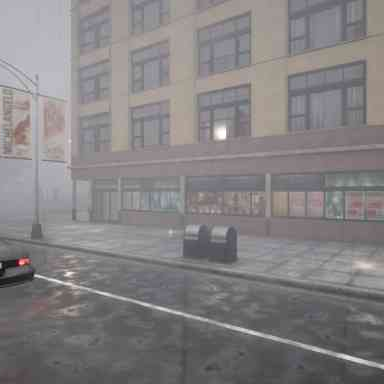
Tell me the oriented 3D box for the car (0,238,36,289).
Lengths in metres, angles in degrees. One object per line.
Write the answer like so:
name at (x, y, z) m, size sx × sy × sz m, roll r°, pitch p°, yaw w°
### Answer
car at (-6.000, 1.547, 8.142) m, size 5.357 × 1.411 × 2.033 m, roll 0°, pitch 0°, yaw 35°
